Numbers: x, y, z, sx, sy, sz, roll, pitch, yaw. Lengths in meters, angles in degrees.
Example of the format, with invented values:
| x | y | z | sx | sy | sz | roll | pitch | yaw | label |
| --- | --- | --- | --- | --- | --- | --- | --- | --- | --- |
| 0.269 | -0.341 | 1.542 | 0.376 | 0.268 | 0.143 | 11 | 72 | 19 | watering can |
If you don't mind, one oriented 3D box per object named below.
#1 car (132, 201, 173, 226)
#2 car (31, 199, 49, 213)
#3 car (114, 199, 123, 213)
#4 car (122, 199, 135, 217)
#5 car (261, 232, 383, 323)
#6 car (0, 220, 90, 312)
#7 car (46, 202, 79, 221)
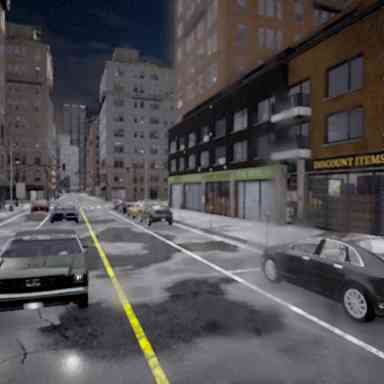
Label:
| x | y | z | sx | sy | sz | roll | pitch | yaw | label |
| --- | --- | --- | --- | --- | --- | --- | --- | --- | --- |
| -2.533 | 1.506 | 22.922 | 2.008 | 1.369 | 4.403 | -1 | 0 | -20 | car |
| -16.237 | 1.472 | 35.804 | 1.887 | 1.381 | 4.507 | -1 | 0 | -20 | car |
| -6.308 | 1.497 | 33.437 | 1.947 | 1.339 | 4.313 | -1 | 0 | -20 | car |
| -4.478 | 1.468 | 28.340 | 1.752 | 1.417 | 4.829 | -1 | 0 | -20 | car |
| 3.130 | 1.536 | 7.151 | 2.008 | 1.369 | 4.403 | -1 | 0 | -20 | car |
| -3.382 | 1.588 | 7.638 | 1.895 | 1.301 | 4.718 | 0 | 0 | -19 | car |
| -9.219 | 1.555 | 24.178 | 1.895 | 1.301 | 4.718 | 0 | 0 | -20 | car |
